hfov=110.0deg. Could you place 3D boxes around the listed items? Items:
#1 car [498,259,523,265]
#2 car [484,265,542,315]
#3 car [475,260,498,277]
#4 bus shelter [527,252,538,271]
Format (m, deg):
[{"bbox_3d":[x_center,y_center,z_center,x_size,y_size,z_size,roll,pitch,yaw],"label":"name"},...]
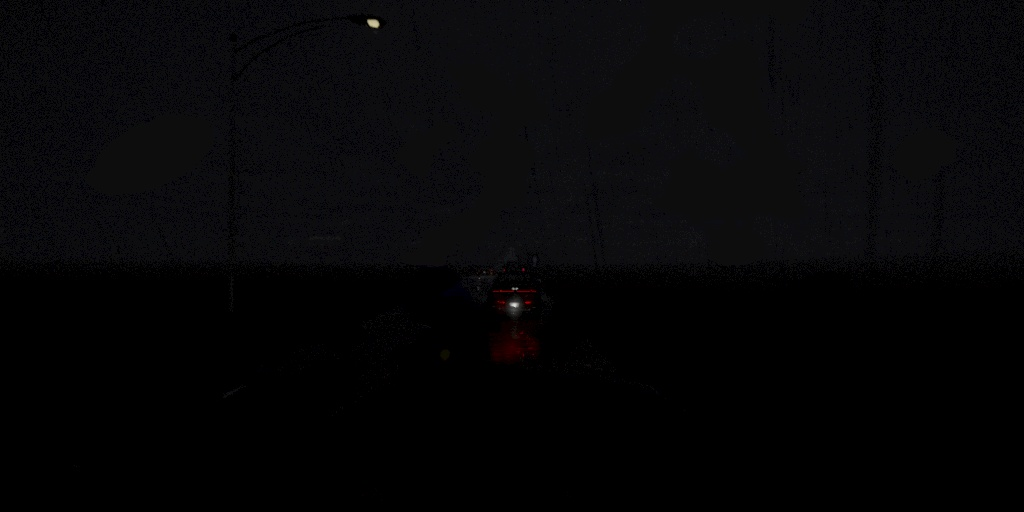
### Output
[{"bbox_3d":[0.167,1.208,31.104,2.097,1.767,4.553,0,0,0],"label":"car"},{"bbox_3d":[0.118,1.300,13.872,1.837,1.490,4.892,0,0,0],"label":"car"},{"bbox_3d":[-2.751,1.443,38.104,1.994,1.385,4.181,0,0,0],"label":"car"},{"bbox_3d":[3.262,0.818,55.234,1.920,2.740,3.880,0,0,0],"label":"bus shelter"}]
